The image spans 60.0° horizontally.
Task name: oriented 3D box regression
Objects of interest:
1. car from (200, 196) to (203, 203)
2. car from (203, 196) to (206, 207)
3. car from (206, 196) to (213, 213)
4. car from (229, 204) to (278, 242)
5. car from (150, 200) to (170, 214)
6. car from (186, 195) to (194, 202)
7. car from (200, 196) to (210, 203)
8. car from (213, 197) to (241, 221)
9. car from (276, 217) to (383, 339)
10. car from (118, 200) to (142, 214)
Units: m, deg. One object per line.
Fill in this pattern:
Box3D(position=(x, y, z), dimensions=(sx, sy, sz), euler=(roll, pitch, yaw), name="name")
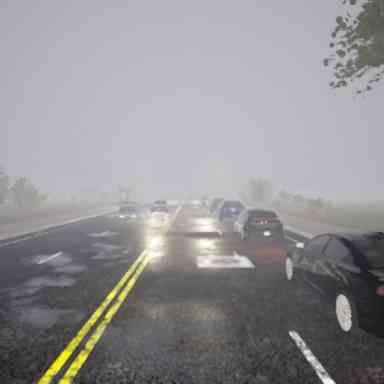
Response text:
Box3D(position=(2.891, 1.672, 60.736), dimensions=(2.033, 1.411, 5.357), euler=(0, 0, -1), name="car")
Box3D(position=(2.987, 1.566, 49.926), dimensions=(1.801, 1.575, 5.366), euler=(0, 0, -1), name="car")
Box3D(position=(3.086, 1.443, 38.702), dimensions=(2.097, 1.767, 4.553), euler=(0, 0, 0), name="car")
Box3D(position=(3.216, 1.548, 16.710), dimensions=(1.837, 1.490, 4.892), euler=(0, 0, 0), name="car")
Box3D(position=(-3.494, 1.614, 37.026), dimensions=(1.812, 1.442, 4.674), euler=(0, 0, 0), name="car")
Box3D(position=(-0.532, 1.562, 80.738), dimensions=(2.033, 1.411, 5.357), euler=(0, 0, -1), name="car")
Box3D(position=(2.793, 1.641, 71.736), dimensions=(1.837, 1.490, 4.892), euler=(0, 0, -1), name="car")
Box3D(position=(3.163, 1.421, 27.691), dimensions=(2.097, 1.767, 4.553), euler=(0, 0, 0), name="car")
Box3D(position=(3.338, 1.497, 6.719), dimensions=(1.882, 1.535, 5.008), euler=(0, 0, 0), name="car")
Box3D(position=(-6.745, 1.636, 36.862), dimensions=(2.033, 1.411, 5.357), euler=(0, 0, 0), name="car")
